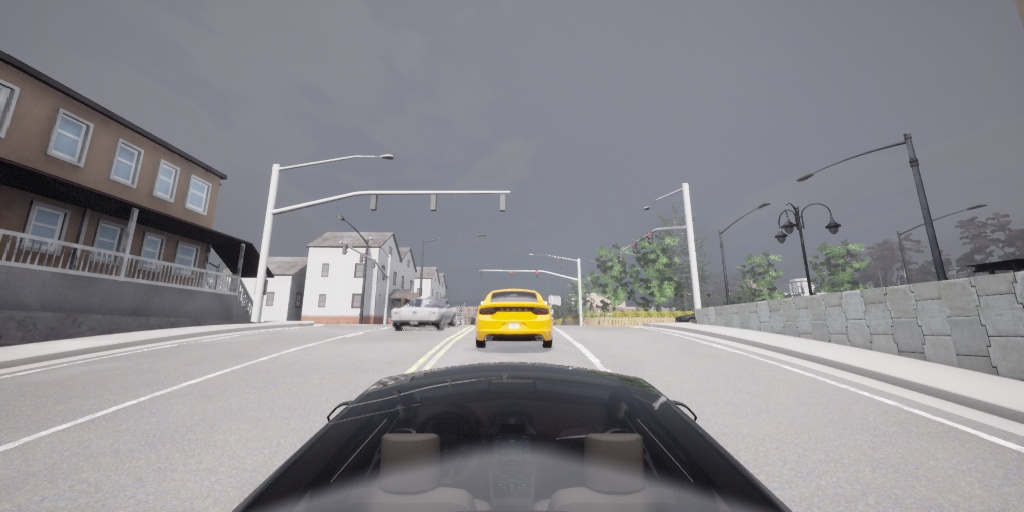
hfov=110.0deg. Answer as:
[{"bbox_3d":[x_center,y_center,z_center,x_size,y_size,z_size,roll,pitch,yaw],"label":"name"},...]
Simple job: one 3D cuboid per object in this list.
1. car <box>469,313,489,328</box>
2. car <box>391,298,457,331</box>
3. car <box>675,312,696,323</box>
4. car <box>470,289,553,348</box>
[{"bbox_3d":[-3.529,7.056,39.121,1.882,1.535,5.008,0,-11,-3],"label":"car"},{"bbox_3d":[-3.617,2.474,15.492,1.895,1.301,4.718,0,-8,0],"label":"car"},{"bbox_3d":[16.450,5.257,30.400,5.008,1.535,1.882,0,-12,1],"label":"car"},{"bbox_3d":[0.058,1.722,10.532,1.882,1.535,5.008,0,-7,0],"label":"car"}]
